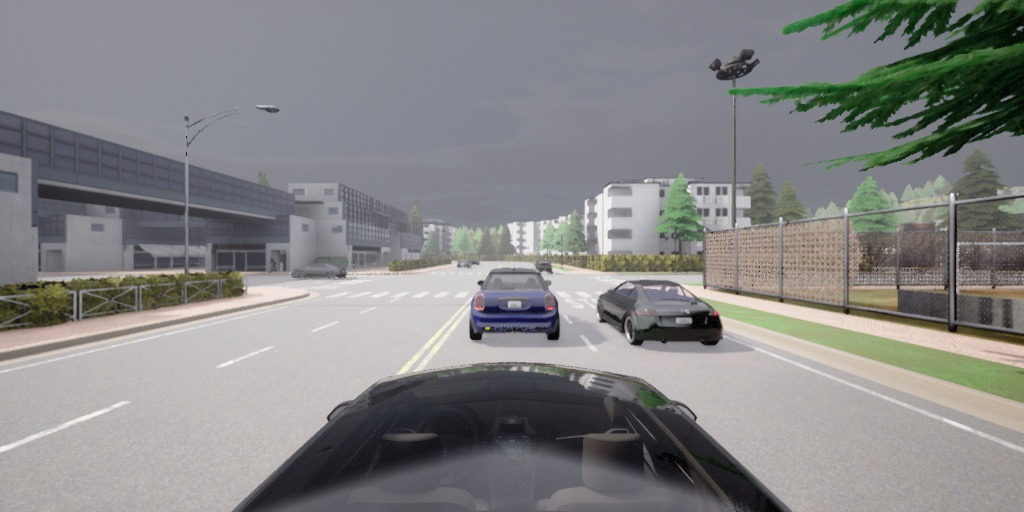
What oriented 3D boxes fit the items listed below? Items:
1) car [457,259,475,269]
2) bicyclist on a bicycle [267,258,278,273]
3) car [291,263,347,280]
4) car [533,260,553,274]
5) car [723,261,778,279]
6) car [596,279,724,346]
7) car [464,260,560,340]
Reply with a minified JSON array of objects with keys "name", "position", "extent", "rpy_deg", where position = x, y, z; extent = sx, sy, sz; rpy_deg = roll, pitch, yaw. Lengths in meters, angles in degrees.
[{"name":"car","position":[-7.391,1.159,55.581],"extent":[2.128,1.511,4.902],"rpy_deg":[0,0,0]},{"name":"bicyclist on a bicycle","position":[-25.460,0.998,38.126],"extent":[0.582,1.620,1.656],"rpy_deg":[0,0,-1]},{"name":"car","position":[-16.277,1.270,30.385],"extent":[4.181,1.385,1.994],"rpy_deg":[0,0,0]},{"name":"car","position":[3.442,1.196,40.408],"extent":[1.837,1.490,4.892],"rpy_deg":[0,0,-1]},{"name":"car","position":[20.768,1.180,31.404],"extent":[4.902,1.511,2.128],"rpy_deg":[0,0,0]},{"name":"car","position":[3.564,1.302,9.421],"extent":[1.994,1.385,4.181],"rpy_deg":[0,0,0]},{"name":"car","position":[0.065,1.089,10.054],"extent":[2.097,1.767,4.553],"rpy_deg":[0,0,0]}]
